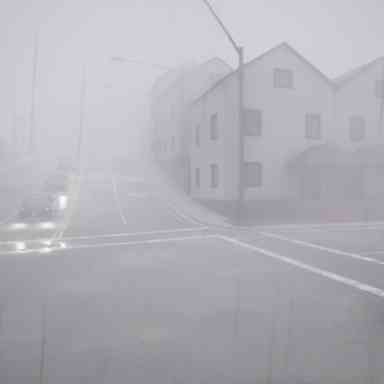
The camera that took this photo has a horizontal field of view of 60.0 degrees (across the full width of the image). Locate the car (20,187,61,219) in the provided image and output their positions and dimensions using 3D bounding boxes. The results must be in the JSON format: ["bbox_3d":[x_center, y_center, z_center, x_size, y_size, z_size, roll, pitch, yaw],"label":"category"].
[{"bbox_3d":[-10.206,0.794,22.387,1.812,1.442,4.674,0,7,-16],"label":"car"}]

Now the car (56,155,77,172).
[{"bbox_3d":[-15.503,-3.654,41.269,2.097,1.767,4.553,0,14,-16],"label":"car"}]

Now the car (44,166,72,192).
[{"bbox_3d":[-12.871,-1.085,31.833,1.837,1.490,4.892,0,14,-16],"label":"car"}]
